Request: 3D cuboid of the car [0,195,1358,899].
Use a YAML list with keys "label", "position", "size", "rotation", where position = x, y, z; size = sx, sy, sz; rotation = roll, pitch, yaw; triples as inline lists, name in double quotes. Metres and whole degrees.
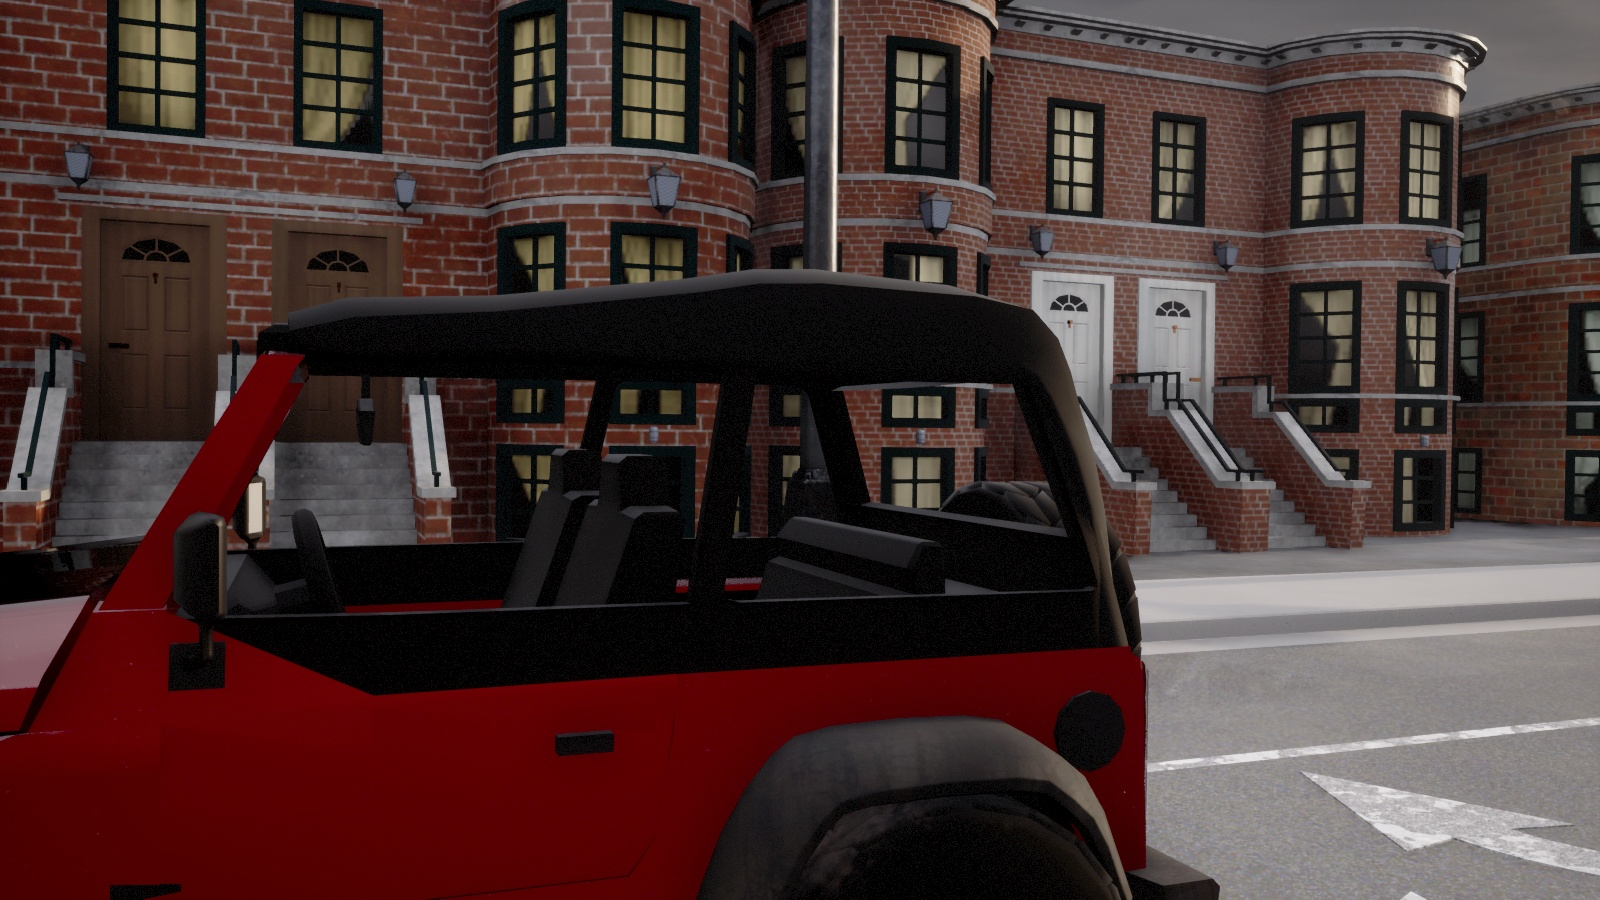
- label: "car"
  position: [-0.955, 0.557, 2.881]
  size: [3.866, 1.878, 1.905]
  rotation: [-1, 1, -21]
